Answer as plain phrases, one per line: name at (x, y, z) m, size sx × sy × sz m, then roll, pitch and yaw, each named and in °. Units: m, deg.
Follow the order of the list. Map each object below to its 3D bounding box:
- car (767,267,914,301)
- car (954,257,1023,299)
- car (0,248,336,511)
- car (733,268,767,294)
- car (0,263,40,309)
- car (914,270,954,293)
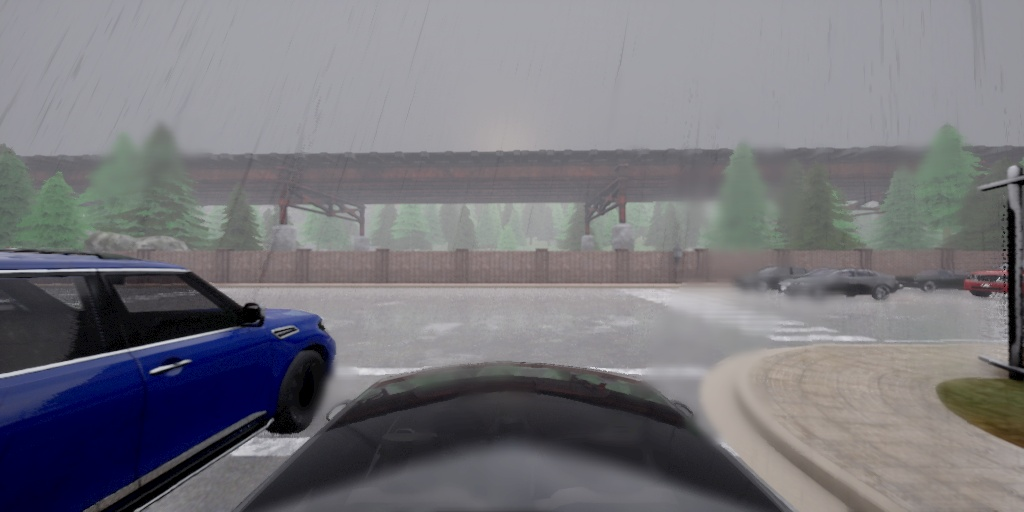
car at (15.686, 1.331, 17.376) m, size 4.902 × 1.511 × 2.128 m, roll 0°, pitch 0°, yaw 1°
car at (25.544, 1.060, 17.283) m, size 5.566 × 2.045 × 2.150 m, roll 0°, pitch 0°, yaw 0°
car at (-3.412, 0.974, 2.390) m, size 2.150 × 2.045 × 5.566 m, roll 0°, pitch -1°, yaw 0°
car at (15.547, 1.365, 20.876) m, size 4.892 × 1.490 × 1.837 m, roll 0°, pitch 0°, yaw 1°
car at (-22.242, 1.175, 14.117) m, size 4.553 × 1.767 × 2.097 m, roll 0°, pitch 0°, yaw 0°
car at (24.802, 1.460, 20.785) m, size 4.718 × 1.301 × 1.895 m, roll 0°, pitch 0°, yaw 1°
